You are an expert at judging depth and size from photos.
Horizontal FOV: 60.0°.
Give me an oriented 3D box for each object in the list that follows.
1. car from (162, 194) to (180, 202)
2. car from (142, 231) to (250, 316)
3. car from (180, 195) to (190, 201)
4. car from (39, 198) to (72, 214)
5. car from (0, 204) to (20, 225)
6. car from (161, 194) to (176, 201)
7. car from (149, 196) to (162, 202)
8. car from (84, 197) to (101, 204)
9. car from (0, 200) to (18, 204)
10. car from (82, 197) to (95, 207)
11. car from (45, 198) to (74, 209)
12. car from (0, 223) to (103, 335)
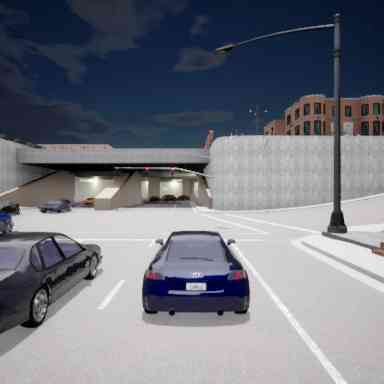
[{"bbox_3d":[-4.749,1.354,75.126,2.097,1.767,4.553,0,0,6],"label":"car"},{"bbox_3d":[0.078,1.564,7.614,1.994,1.385,4.181,0,0,0],"label":"car"},{"bbox_3d":[-2.119,1.523,84.921,1.812,1.442,4.674,0,0,28],"label":"car"},{"bbox_3d":[-14.454,1.547,35.588,2.033,1.411,5.357,0,0,-4],"label":"car"},{"bbox_3d":[-10.689,1.526,16.575,1.812,1.442,4.674,0,0,-3],"label":"car"},{"bbox_3d":[-5.925,1.353,84.884,2.097,1.767,4.553,0,0,24],"label":"car"},{"bbox_3d":[-8.268,1.539,74.834,2.033,1.411,5.357,0,0,6],"label":"car"},{"bbox_3d":[-18.702,1.600,62.863,1.895,1.301,4.718,0,0,-1],"label":"car"},{"bbox_3d":[-17.342,1.491,30.350,2.128,1.511,4.902,0,0,-9],"label":"car"},{"bbox_3d":[-14.937,1.476,49.945,1.882,1.535,5.008,0,0,-1],"label":"car"},{"bbox_3d":[-18.353,1.546,46.305,2.033,1.411,5.357,0,0,-1],"label":"car"},{"bbox_3d":[-3.424,1.547,6.917,2.033,1.411,5.357,0,0,0],"label":"car"}]
